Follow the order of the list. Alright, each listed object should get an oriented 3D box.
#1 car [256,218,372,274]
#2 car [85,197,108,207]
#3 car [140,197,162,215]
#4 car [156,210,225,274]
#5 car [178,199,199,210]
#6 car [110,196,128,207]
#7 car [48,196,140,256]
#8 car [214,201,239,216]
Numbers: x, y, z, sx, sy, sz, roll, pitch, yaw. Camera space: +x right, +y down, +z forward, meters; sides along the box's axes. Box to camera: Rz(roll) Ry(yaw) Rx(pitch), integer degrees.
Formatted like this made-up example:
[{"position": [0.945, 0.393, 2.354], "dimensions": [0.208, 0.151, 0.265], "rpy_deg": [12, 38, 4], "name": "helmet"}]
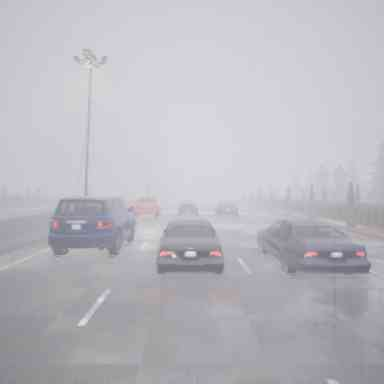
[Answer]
[{"position": [3.429, 1.542, 10.474], "dimensions": [2.033, 1.411, 5.357], "rpy_deg": [0, 0, -1], "name": "car"}, {"position": [-14.769, 1.508, 51.736], "dimensions": [2.033, 1.411, 5.357], "rpy_deg": [0, -2, -1], "name": "car"}, {"position": [-3.851, 1.232, 29.879], "dimensions": [2.097, 1.767, 4.553], "rpy_deg": [0, 0, -1], "name": "car"}, {"position": [-0.072, 1.519, 10.447], "dimensions": [2.033, 1.411, 5.357], "rpy_deg": [0, 0, -1], "name": "car"}, {"position": [-0.372, 1.424, 31.327], "dimensions": [1.812, 1.442, 4.674], "rpy_deg": [0, 0, -1], "name": "car"}, {"position": [-11.269, 1.476, 51.790], "dimensions": [1.837, 1.490, 4.892], "rpy_deg": [0, -2, -1], "name": "car"}, {"position": [-3.606, 1.161, 12.952], "dimensions": [2.150, 2.045, 5.566], "rpy_deg": [0, 0, -1], "name": "car"}, {"position": [3.132, 1.487, 31.026], "dimensions": [1.994, 1.385, 4.181], "rpy_deg": [0, 0, -1], "name": "car"}]
